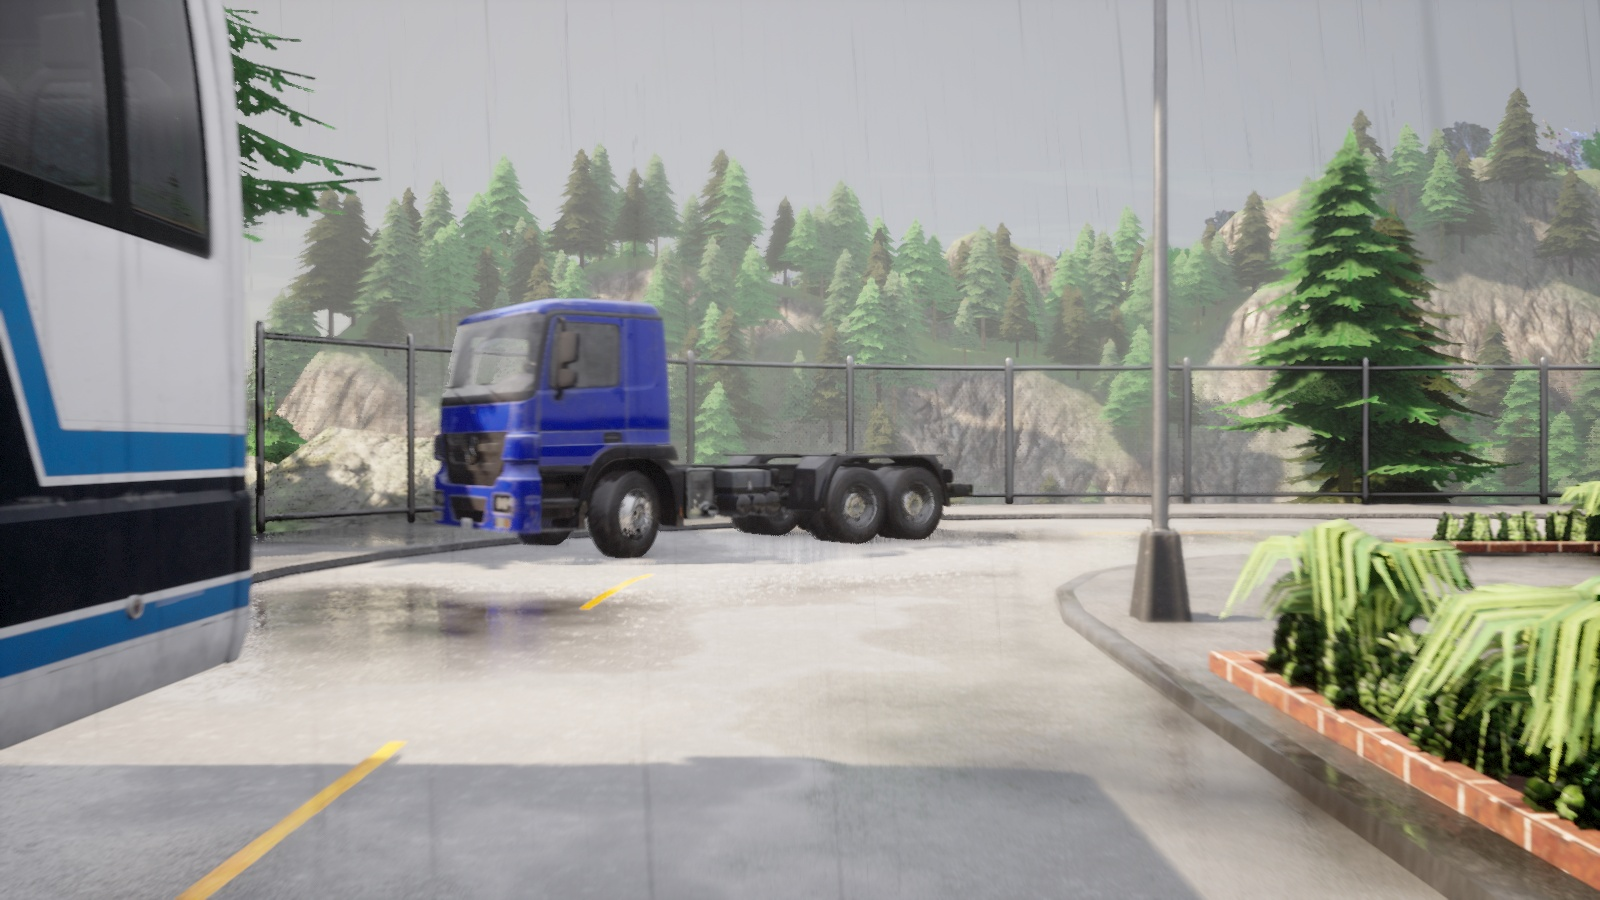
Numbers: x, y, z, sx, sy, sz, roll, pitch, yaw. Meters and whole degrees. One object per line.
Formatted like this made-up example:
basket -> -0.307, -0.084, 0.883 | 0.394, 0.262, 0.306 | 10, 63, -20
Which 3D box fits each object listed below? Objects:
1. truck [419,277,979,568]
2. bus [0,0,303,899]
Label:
truck -> -1.203, -0.340, 18.511 | 7.936, 3.462, 2.891 | 0, 0, -38
bus -> -4.016, -0.634, 0.142 | 3.944, 4.253, 10.273 | 0, 0, -1
